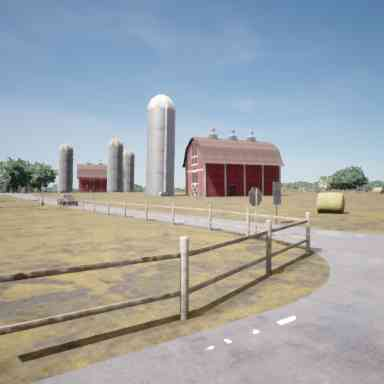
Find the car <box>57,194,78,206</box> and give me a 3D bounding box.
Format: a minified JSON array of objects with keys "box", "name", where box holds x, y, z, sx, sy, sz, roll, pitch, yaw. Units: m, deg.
[{"box":[-18.687,1.085,49.918,2.097,1.767,4.553,2,0,-35],"name":"car"}]
